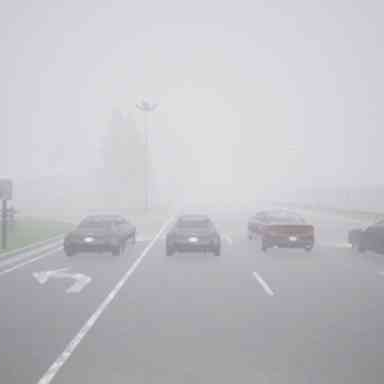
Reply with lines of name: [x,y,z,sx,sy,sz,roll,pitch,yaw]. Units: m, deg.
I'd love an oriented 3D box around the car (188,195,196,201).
car: [0.010,1.464,85.573,1.994,1.385,4.181,0,0,0]

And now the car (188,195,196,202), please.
car: [0.009,1.604,75.594,1.895,1.301,4.718,0,0,0]

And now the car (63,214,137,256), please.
car: [-3.450,1.569,13.177,1.994,1.385,4.181,0,0,0]

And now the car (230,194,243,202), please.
car: [10.509,1.549,75.980,2.033,1.411,5.357,0,0,0]

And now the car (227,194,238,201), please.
car: [10.510,1.291,86.374,2.097,1.767,4.553,0,0,0]

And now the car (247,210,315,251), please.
car: [3.565,1.481,14.141,1.882,1.535,5.008,0,0,0]

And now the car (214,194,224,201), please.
car: [7.010,1.291,86.375,2.097,1.767,4.553,0,0,0]

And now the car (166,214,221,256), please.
car: [0.060,1.568,13.179,1.994,1.385,4.181,0,0,1]

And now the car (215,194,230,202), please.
car: [7.009,1.524,77.231,1.812,1.442,4.674,0,0,0]

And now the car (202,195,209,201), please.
car: [3.510,1.461,86.405,1.812,1.442,4.674,0,0,0]

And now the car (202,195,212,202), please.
car: [3.509,1.491,75.981,1.837,1.490,4.892,0,0,0]

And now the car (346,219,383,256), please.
car: [7.034,1.550,10.808,2.033,1.411,5.357,0,0,1]
